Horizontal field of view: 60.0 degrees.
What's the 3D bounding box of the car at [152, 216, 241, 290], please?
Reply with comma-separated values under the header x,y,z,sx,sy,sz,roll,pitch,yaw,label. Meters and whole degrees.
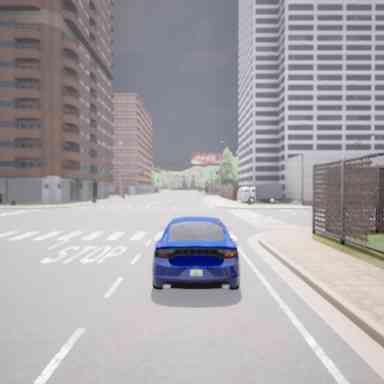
x,y,z,sx,sy,sz,roll,pitch,yaw,label
0.105,1.364,8.824,1.882,1.535,5.008,0,1,1,car
